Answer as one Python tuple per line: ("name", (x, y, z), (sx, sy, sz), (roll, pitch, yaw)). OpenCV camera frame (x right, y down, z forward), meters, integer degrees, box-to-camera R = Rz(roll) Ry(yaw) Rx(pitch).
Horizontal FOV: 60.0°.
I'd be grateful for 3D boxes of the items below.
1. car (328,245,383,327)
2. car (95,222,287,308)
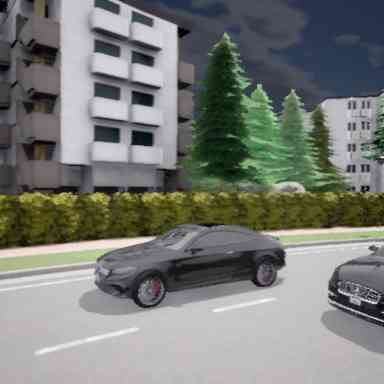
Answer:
("car", (4.770, 1.472, 6.221), (4.892, 1.490, 1.837), (0, 0, -25))
("car", (0.147, 1.465, 7.787), (4.674, 1.442, 1.812), (0, 0, -29))
